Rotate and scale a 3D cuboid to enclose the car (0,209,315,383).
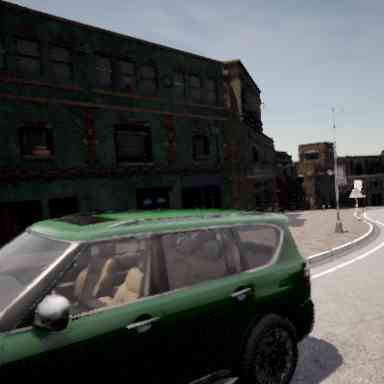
[{"bbox_3d":[-0.941,1.253,3.534,5.566,2.045,2.150,0,-1,-38],"label":"car"}]
